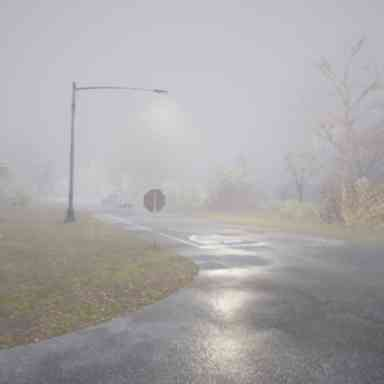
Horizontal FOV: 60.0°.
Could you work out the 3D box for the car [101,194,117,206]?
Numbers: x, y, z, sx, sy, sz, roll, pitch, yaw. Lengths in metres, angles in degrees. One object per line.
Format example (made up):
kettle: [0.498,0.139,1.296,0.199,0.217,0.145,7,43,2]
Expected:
car: [-14.243,1.359,57.819,2.150,2.045,5.566,2,-1,-25]

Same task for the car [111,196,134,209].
car: [-10.038,1.742,48.736,1.895,1.301,4.718,2,-1,-25]
